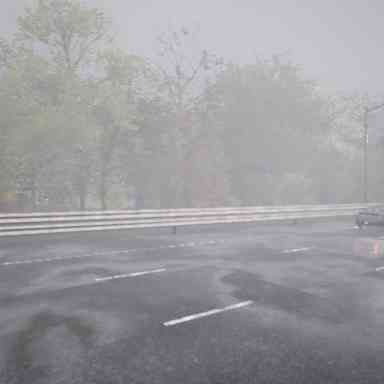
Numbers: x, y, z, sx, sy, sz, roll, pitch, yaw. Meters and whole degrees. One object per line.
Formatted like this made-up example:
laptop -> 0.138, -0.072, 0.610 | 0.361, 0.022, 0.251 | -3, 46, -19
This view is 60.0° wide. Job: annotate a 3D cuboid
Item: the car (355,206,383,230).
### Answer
car -> 12.315, 1.639, 21.084 | 4.902, 1.511, 2.128 | 0, 0, -35
